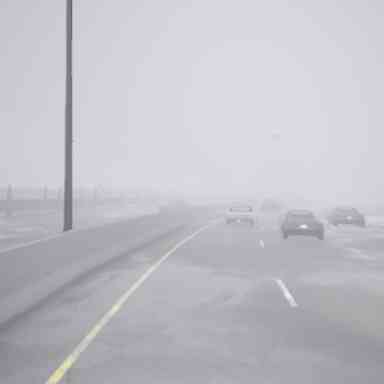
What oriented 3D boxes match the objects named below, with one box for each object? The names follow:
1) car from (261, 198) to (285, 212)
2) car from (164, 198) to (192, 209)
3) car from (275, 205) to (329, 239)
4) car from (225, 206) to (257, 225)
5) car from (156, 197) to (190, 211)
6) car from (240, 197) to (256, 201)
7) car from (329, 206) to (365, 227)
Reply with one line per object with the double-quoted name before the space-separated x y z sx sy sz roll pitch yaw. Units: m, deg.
"car" 9.873 1.450 40.247 2.097 1.767 4.553 0 0 26
"car" -1.979 1.561 48.306 1.837 1.490 4.892 0 -1 28
"car" 5.721 1.614 17.754 1.994 1.385 4.181 0 0 12
"car" 3.709 1.650 24.353 1.895 1.301 4.718 0 0 15
"car" -2.205 1.589 39.605 2.033 1.411 5.357 0 0 23
"car" 9.009 1.619 53.459 1.837 1.490 4.892 0 -1 33
"car" 10.764 1.644 23.484 1.994 1.385 4.181 0 0 16
